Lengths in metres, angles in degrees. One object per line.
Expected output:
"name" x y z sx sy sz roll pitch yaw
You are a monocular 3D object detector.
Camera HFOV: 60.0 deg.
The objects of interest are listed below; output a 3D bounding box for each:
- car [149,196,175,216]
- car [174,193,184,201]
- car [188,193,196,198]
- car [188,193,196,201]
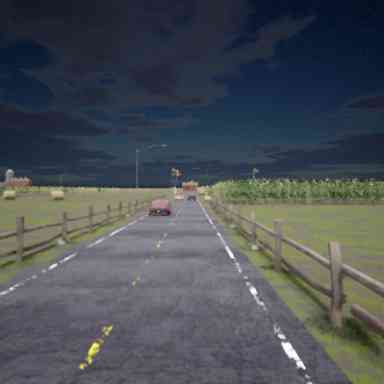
"car" -2.851 1.348 30.830 1.882 1.535 5.008 0 0 0
"car" -2.762 1.012 72.305 2.097 1.767 4.553 0 0 0
"car" -0.015 0.992 89.999 1.895 1.301 4.718 0 0 0
"car" -0.012 1.144 72.230 1.837 1.490 4.892 0 0 0
